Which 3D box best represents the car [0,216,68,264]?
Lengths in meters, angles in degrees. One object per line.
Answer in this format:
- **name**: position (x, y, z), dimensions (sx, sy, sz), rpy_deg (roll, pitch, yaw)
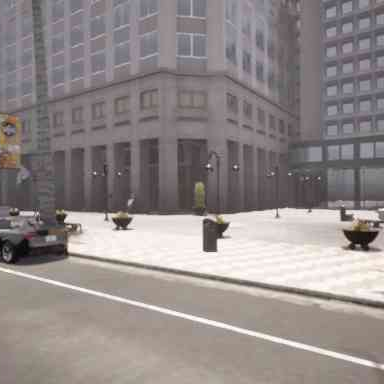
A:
- **car**: position (-6.647, 1.630, 12.482), dimensions (4.786, 1.482, 2.161), rpy_deg (-1, 0, 35)
